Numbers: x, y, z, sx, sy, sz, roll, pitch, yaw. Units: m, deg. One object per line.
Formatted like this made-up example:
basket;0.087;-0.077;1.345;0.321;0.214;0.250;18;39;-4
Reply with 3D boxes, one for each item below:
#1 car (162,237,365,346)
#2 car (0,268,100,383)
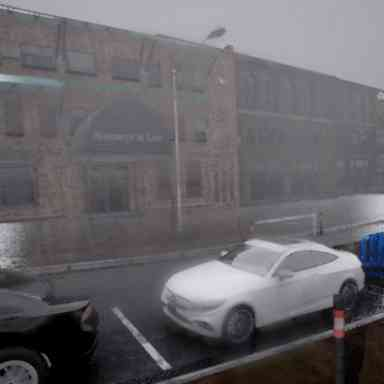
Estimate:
car;1.664;1.737;6.913;4.674;1.452;2.002;-1;2;-31
car;-3.664;1.695;3.854;5.008;1.535;2.097;0;-1;-25
